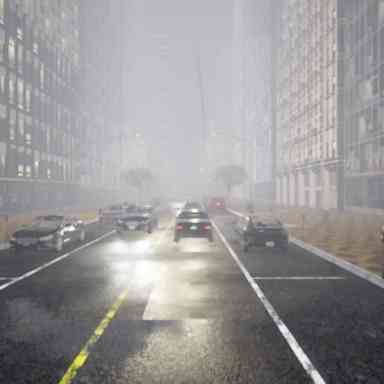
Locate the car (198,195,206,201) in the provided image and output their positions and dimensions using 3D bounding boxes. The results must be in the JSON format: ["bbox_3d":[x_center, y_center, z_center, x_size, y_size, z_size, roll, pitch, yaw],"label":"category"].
[{"bbox_3d":[2.685,1.572,87.503,2.008,1.369,4.403,-1,0,0],"label":"car"}]

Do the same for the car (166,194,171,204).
[{"bbox_3d":[-5.697,1.585,64.769,2.008,1.369,4.403,-1,0,0],"label":"car"}]

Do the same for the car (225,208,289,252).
[{"bbox_3d":[2.681,1.551,13.615,2.008,1.369,4.403,-1,0,0],"label":"car"}]

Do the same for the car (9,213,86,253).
[{"bbox_3d":[-5.700,1.568,13.615,2.008,1.369,4.403,-1,0,0],"label":"car"}]

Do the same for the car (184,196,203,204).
[{"bbox_3d":[0.096,1.506,38.263,2.128,1.511,4.902,0,0,0],"label":"car"}]

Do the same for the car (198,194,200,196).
[{"bbox_3d":[2.682,1.457,64.768,1.967,1.590,4.097,-1,0,0],"label":"car"}]

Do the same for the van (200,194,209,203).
[{"bbox_3d":[2.681,1.359,70.451,1.690,1.788,3.998,-1,0,0],"label":"van"}]

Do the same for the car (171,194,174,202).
[{"bbox_3d":[-5.697,1.477,76.136,1.967,1.590,4.097,-1,0,0],"label":"car"}]

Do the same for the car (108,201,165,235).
[{"bbox_3d":[-3.002,1.506,19.096,2.128,1.511,4.902,0,0,0],"label":"car"}]

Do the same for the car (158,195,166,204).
[{"bbox_3d":[-5.698,1.598,53.401,1.947,1.339,4.313,-1,0,0],"label":"car"}]

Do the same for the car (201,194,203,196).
[{"bbox_3d":[2.680,1.326,42.034,2.192,1.841,5.009,-1,0,0],"label":"car"}]

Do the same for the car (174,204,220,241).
[{"bbox_3d":[0.080,1.554,16.568,2.033,1.411,5.357,0,0,0],"label":"car"}]

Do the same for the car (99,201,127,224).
[{"bbox_3d":[-5.699,1.604,24.983,1.802,1.307,4.206,-1,0,0],"label":"car"}]

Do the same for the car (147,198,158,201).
[{"bbox_3d":[-5.698,1.554,41.864,1.752,1.417,4.829,-1,0,0],"label":"car"}]

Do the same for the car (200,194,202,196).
[{"bbox_3d":[2.682,1.454,53.401,1.967,1.590,4.097,-1,0,0],"label":"car"}]

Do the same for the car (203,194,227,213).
[{"bbox_3d":[2.679,1.324,36.350,2.192,1.841,5.009,-1,0,0],"label":"car"}]

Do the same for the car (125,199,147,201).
[{"bbox_3d":[-5.700,1.464,30.666,1.967,1.590,4.097,-1,0,0],"label":"car"}]

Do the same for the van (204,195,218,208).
[{"bbox_3d":[2.680,1.354,47.717,1.690,1.788,3.998,-1,0,0],"label":"van"}]

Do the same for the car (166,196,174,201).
[{"bbox_3d":[-5.696,1.620,87.503,1.802,1.307,4.206,-1,0,0],"label":"car"}]

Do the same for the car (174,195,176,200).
[{"bbox_3d":[-5.699,1.353,81.820,2.192,1.841,5.009,-1,0,0],"label":"car"}]
